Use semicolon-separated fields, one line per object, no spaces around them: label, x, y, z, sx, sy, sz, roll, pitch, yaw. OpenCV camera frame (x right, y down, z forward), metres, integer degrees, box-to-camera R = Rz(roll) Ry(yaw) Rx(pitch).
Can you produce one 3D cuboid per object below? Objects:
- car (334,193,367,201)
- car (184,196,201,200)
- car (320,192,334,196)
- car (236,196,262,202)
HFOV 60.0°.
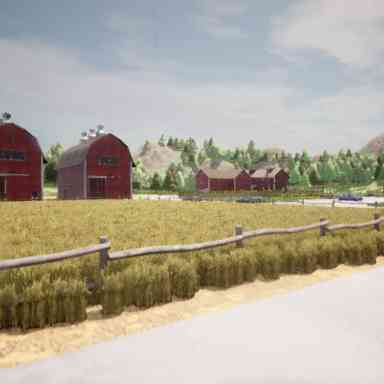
car;32.509;1.087;68.161;2.242;1.667;4.611;0;0;-36
car;0.011;1.379;63.906;1.994;1.385;4.181;0;0;-36
car;36.008;0.821;87.130;1.932;1.855;4.605;0;0;-36
car;8.775;1.340;51.725;1.812;1.442;4.674;0;0;-36
